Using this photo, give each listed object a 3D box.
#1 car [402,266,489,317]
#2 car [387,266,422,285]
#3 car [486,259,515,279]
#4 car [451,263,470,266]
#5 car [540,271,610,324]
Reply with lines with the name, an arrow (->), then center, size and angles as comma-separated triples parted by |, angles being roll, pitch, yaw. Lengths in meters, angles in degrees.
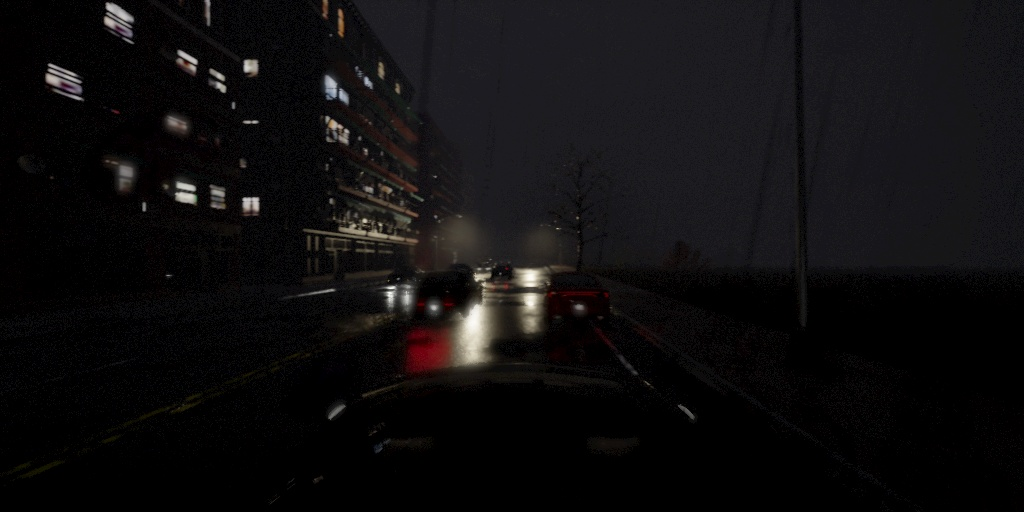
car -> -2.218, 1.307, 13.387 | 1.837, 1.490, 4.892 | -1, 0, 4
car -> -7.964, 1.453, 27.525 | 1.994, 1.385, 4.181 | -1, 0, 4
car -> -0.837, 1.336, 33.521 | 2.128, 1.511, 4.902 | -1, 0, 4
car -> -4.489, 1.372, 30.713 | 1.837, 1.490, 4.892 | -1, 0, 4
car -> 1.994, 1.239, 12.129 | 1.882, 1.535, 5.008 | -1, 0, 4
